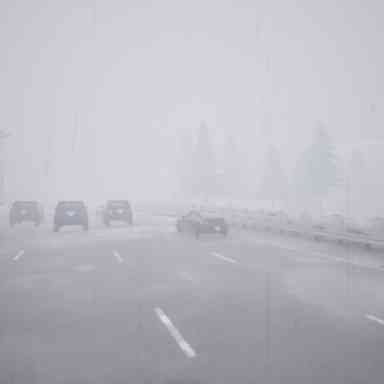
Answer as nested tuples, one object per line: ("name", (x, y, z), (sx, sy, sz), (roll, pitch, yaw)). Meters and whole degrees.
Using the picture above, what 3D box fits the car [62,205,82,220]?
("car", (-13.614, 2.246, 37.687), (2.033, 1.411, 5.357), (0, -1, -20))

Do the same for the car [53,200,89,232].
("car", (-8.527, 1.609, 23.473), (2.150, 2.045, 5.566), (0, -1, -20))

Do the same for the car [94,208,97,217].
("car", (-10.177, 2.215, 38.455), (2.033, 1.411, 5.357), (0, -1, -20))

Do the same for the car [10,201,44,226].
("car", (-14.059, 1.767, 28.529), (2.150, 2.045, 5.566), (0, -1, -20))

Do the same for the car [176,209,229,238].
("car", (0.496, 1.726, 19.015), (1.812, 1.442, 4.674), (0, -1, -20))

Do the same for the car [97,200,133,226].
("car", (-6.379, 1.659, 27.846), (2.150, 2.045, 5.566), (0, -1, -20))
